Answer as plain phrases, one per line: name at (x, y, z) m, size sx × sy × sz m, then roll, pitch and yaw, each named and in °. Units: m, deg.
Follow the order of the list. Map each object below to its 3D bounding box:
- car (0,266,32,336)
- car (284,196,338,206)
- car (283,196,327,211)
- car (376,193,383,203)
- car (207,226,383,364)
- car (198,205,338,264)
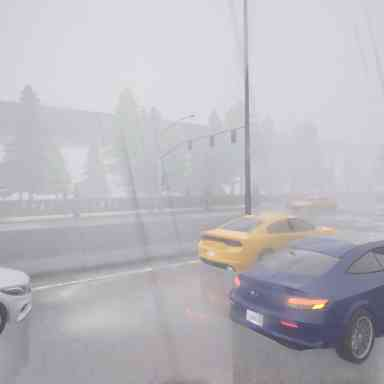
car at (-4.812, 1.522, 4.621) m, size 4.674 × 1.442 × 1.812 m, roll 0°, pitch 0°, yaw -36°
car at (10.574, 1.076, 28.724) m, size 5.008 × 1.535 × 1.882 m, roll -1°, pitch 1°, yaw -35°
car at (11.484, 1.137, 33.672) m, size 4.718 × 1.301 × 1.895 m, roll -1°, pitch 1°, yaw -35°
car at (26.535, 0.569, 44.397) m, size 4.553 × 1.767 × 2.097 m, roll -1°, pitch 1°, yaw -35°
car at (2.707, 1.458, 5.720) m, size 4.674 × 1.442 × 1.812 m, roll -1°, pitch 1°, yaw -35°
car at (2.516, 1.373, 9.869) m, size 5.008 × 1.535 × 1.882 m, roll -1°, pitch 1°, yaw -35°
